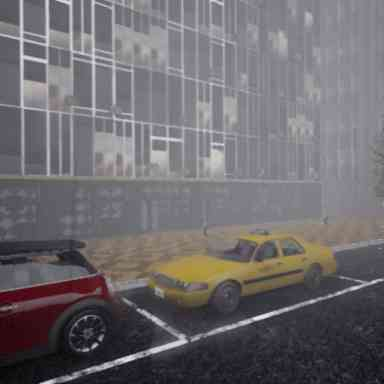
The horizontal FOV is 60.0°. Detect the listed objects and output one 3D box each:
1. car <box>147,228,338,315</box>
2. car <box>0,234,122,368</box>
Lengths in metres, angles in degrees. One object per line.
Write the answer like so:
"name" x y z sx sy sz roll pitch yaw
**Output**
"car" 1.363 1.537 7.543 4.829 1.417 1.752 0 -1 -36
"car" -3.125 1.440 4.341 4.097 1.590 1.967 0 -1 -36
